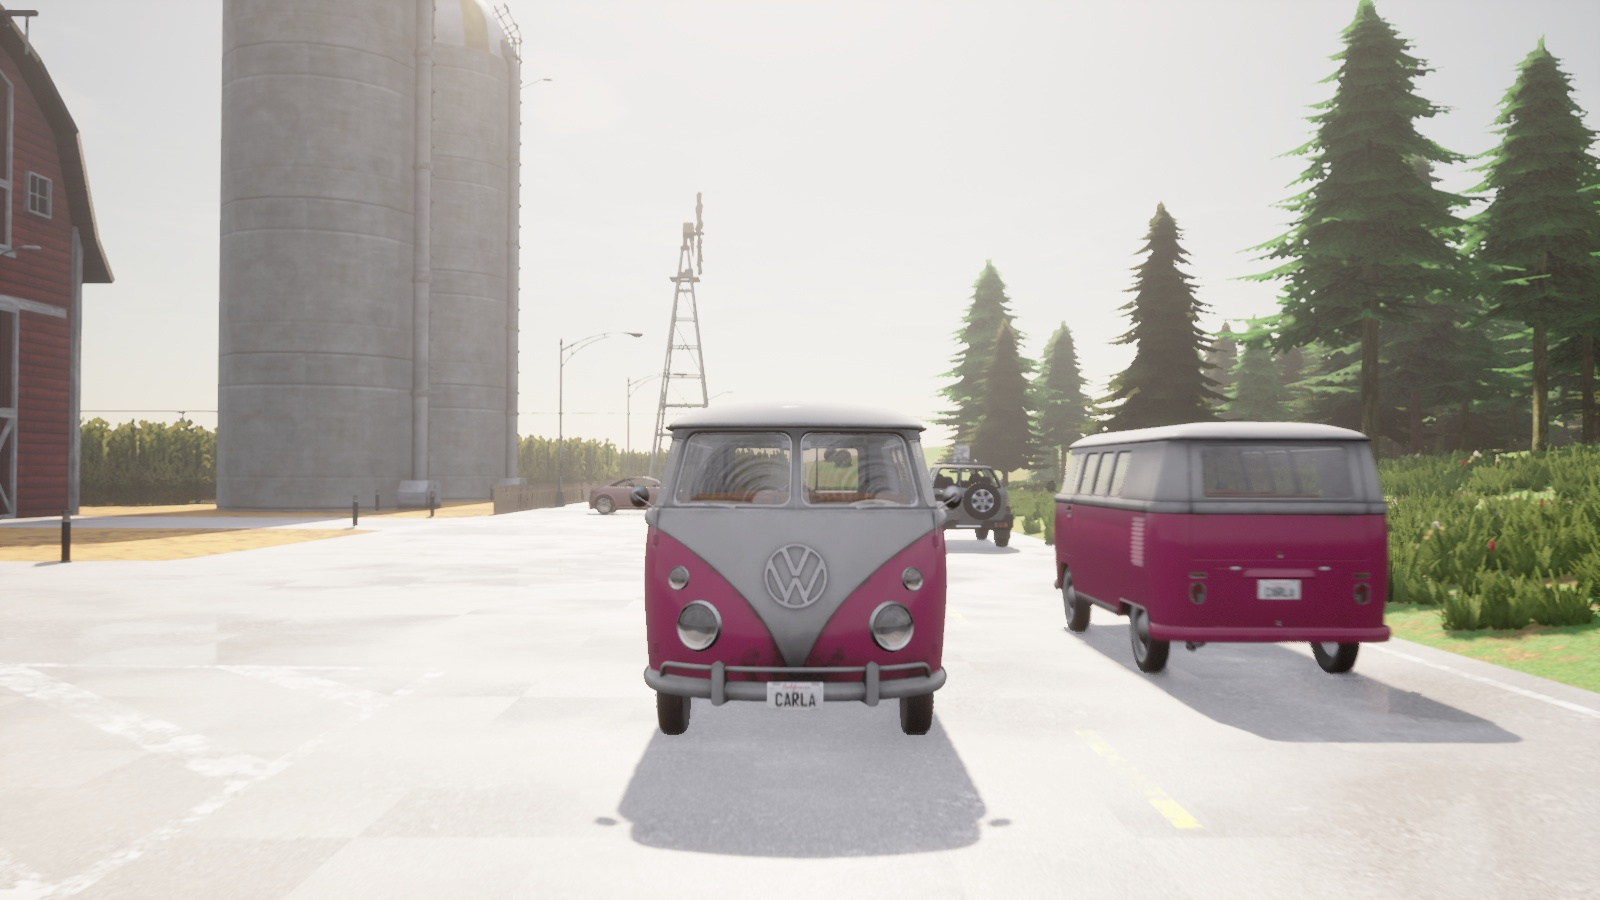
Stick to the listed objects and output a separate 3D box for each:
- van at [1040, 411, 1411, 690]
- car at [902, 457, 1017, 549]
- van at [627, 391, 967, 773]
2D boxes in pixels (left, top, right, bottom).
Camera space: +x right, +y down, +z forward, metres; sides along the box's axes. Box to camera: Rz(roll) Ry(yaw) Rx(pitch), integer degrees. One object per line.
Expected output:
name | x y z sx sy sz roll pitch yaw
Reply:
van | 3.471 0.756 11.216 1.775 1.987 4.442 0 -1 0
car | 3.431 1.117 27.800 1.932 1.855 4.605 0 -1 0
van | -0.023 0.727 8.793 1.775 1.987 4.442 0 -1 0
